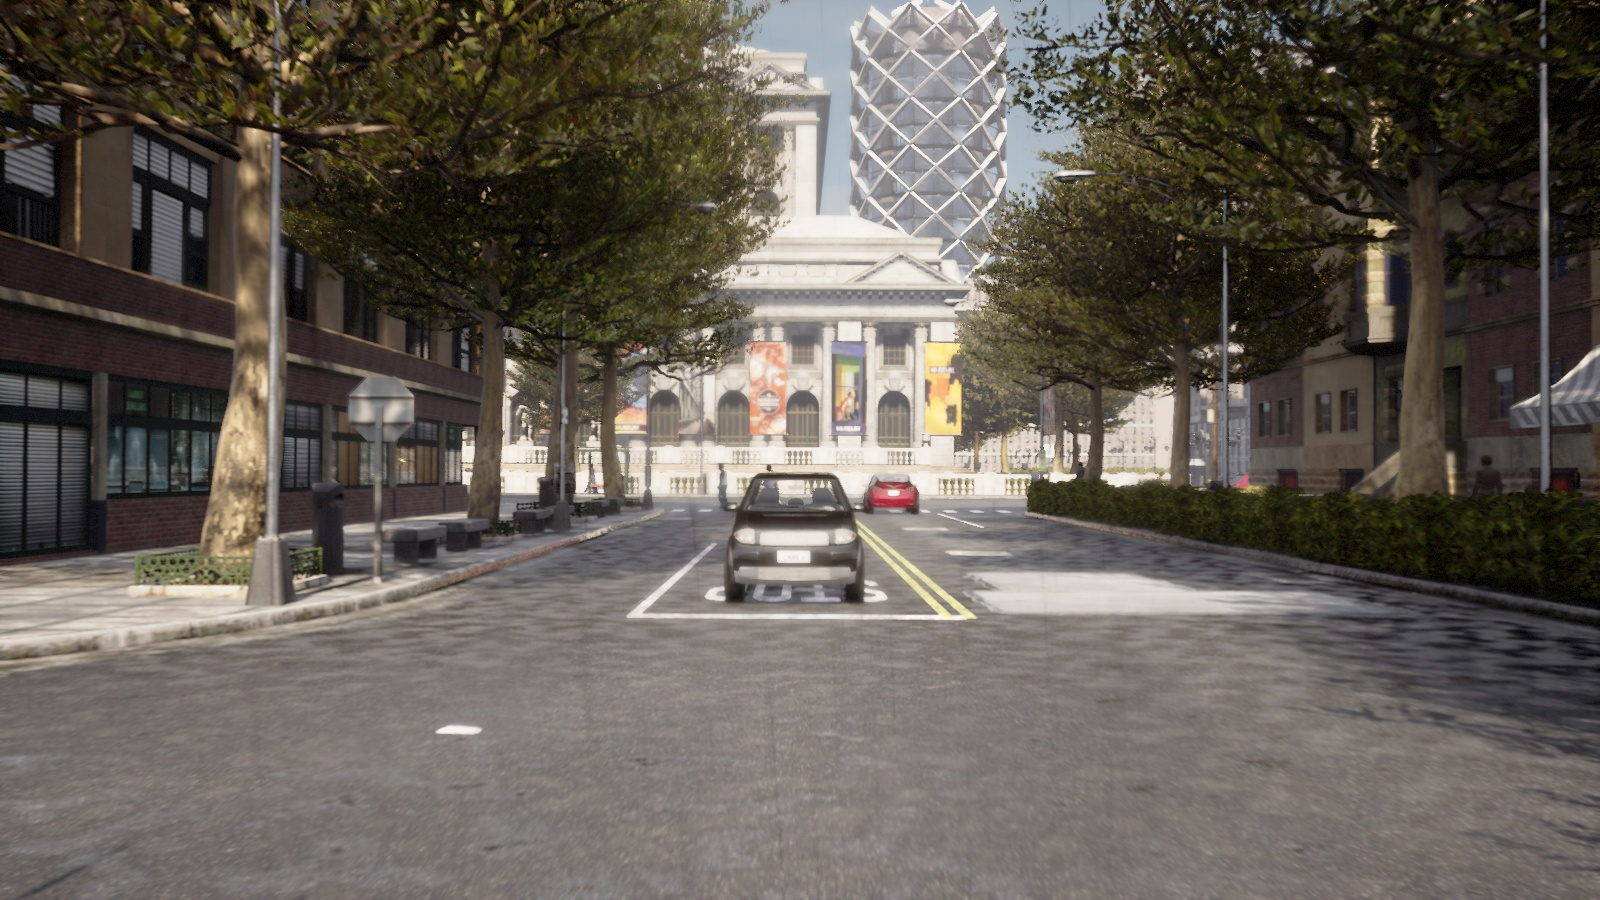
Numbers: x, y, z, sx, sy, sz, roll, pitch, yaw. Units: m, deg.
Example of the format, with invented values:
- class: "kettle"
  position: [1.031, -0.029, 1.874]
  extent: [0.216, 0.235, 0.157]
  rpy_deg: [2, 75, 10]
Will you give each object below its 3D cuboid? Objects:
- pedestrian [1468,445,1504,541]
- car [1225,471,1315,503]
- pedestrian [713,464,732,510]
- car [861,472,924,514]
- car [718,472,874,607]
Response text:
- class: "pedestrian"
  position: [13.385, 0.828, 24.499]
  extent: [0.331, 1.846, 0.634]
  rpy_deg: [0, -1, 0]
- class: "car"
  position: [22.637, 1.751, 60.540]
  extent: [3.633, 1.501, 1.845]
  rpy_deg: [0, -1, 0]
- class: "pedestrian"
  position: [-3.063, 1.459, 49.510]
  extent: [0.706, 1.836, 0.354]
  rpy_deg: [0, -1, 7]
- class: "car"
  position: [3.446, 1.598, 47.637]
  extent: [2.163, 1.488, 4.792]
  rpy_deg: [0, -1, 1]
- class: "car"
  position: [-0.048, 1.067, 16.338]
  extent: [1.789, 1.549, 3.705]
  rpy_deg: [0, -1, 0]
